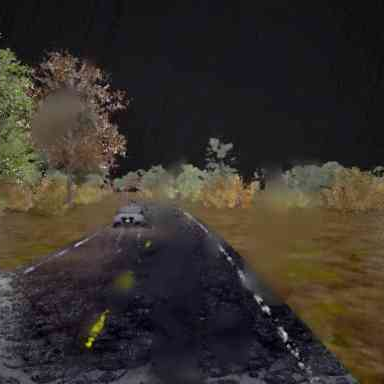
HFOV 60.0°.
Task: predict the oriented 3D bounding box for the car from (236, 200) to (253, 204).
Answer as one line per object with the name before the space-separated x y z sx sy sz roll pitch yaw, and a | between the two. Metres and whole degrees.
car | 8.682 1.491 61.068 5.357 1.411 2.033 0 0 -30

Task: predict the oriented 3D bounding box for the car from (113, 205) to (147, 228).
car | -4.069 1.565 22.285 1.994 1.385 4.181 0 0 -5
